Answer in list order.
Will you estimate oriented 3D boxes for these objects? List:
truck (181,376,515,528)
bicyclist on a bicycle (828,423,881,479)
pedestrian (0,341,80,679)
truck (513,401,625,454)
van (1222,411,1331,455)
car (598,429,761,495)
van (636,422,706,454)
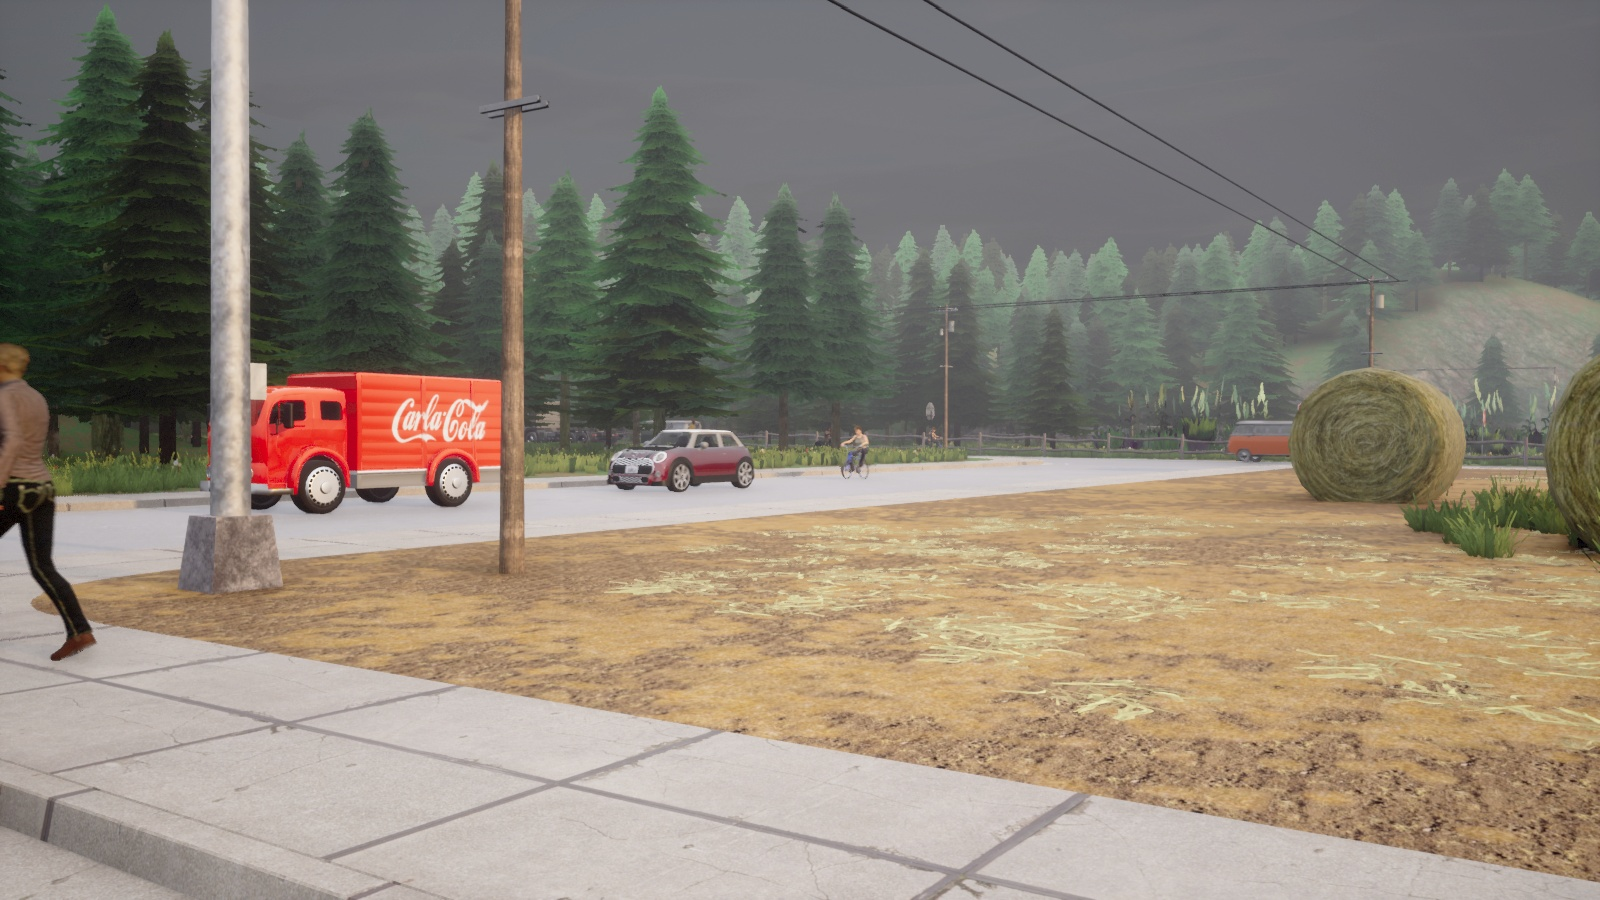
[{"bbox_3d":[-8.142,-0.019,23.156,2.627,2.467,5.204,0,1,35],"label":"truck"},{"bbox_3d":[1.635,0.042,37.317,0.866,1.612,1.509,0,-2,34],"label":"bicyclist on a bicycle"},{"bbox_3d":[-4.476,0.331,7.058,0.634,1.846,0.331,-1,1,4],"label":"pedestrian"},{"bbox_3d":[-16.089,-1.525,87.023,7.936,3.462,2.891,0,1,36],"label":"truck"},{"bbox_3d":[22.203,-0.779,58.580,4.442,1.987,1.775,0,1,37],"label":"van"},{"bbox_3d":[-2.879,0.240,30.773,1.970,1.475,3.806,0,1,34],"label":"car"},{"bbox_3d":[-8.393,-0.790,81.490,4.442,1.987,1.775,0,1,36],"label":"van"}]
